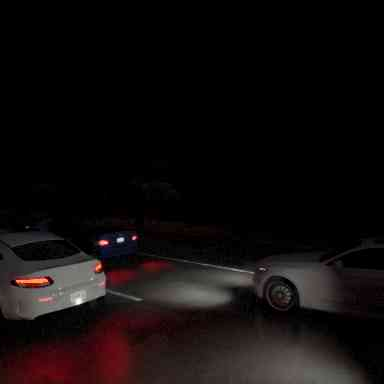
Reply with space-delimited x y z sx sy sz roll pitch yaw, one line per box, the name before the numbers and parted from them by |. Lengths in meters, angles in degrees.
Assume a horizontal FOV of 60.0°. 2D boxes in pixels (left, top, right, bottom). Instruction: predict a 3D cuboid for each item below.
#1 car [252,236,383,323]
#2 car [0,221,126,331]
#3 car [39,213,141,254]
car | 3.375 1.525 5.885 4.674 1.442 1.812 0 0 36
car | -3.677 1.455 6.651 4.674 1.442 1.812 1 1 36
car | -4.149 1.431 11.310 5.357 1.411 2.033 1 1 36
